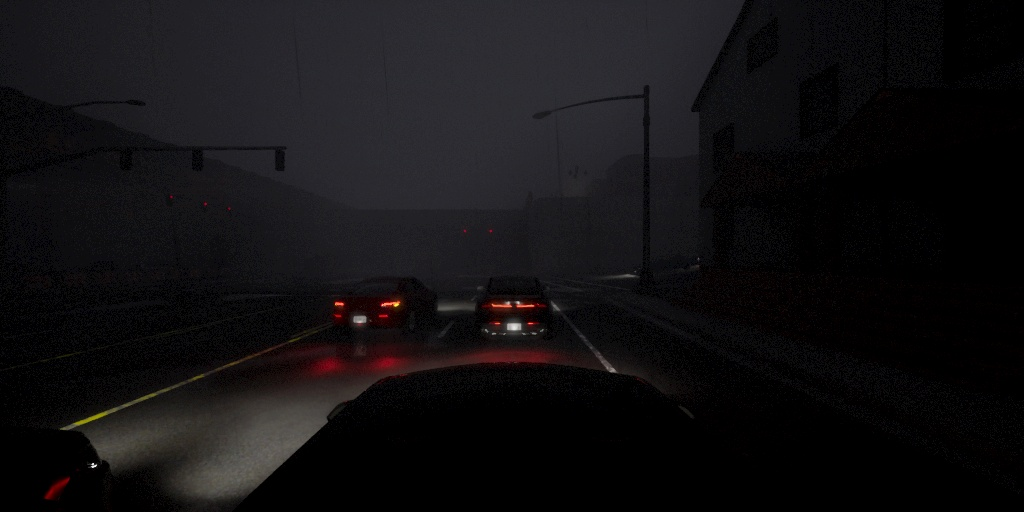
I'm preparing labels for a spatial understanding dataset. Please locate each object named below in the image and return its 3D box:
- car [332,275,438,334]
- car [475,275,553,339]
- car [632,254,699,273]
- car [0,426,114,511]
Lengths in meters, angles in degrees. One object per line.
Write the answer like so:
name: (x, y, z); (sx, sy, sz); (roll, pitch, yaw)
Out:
car: (-3.451, 1.276, 10.451); (1.812, 1.442, 4.674); (0, 0, 0)
car: (0.044, 1.255, 10.034); (1.837, 1.490, 4.892); (0, 0, 0)
car: (13.035, 0.603, 30.422); (5.357, 1.411, 2.033); (-7, 0, -1)
car: (-3.401, 1.255, 0.168); (1.837, 1.490, 4.892); (0, 0, 0)
